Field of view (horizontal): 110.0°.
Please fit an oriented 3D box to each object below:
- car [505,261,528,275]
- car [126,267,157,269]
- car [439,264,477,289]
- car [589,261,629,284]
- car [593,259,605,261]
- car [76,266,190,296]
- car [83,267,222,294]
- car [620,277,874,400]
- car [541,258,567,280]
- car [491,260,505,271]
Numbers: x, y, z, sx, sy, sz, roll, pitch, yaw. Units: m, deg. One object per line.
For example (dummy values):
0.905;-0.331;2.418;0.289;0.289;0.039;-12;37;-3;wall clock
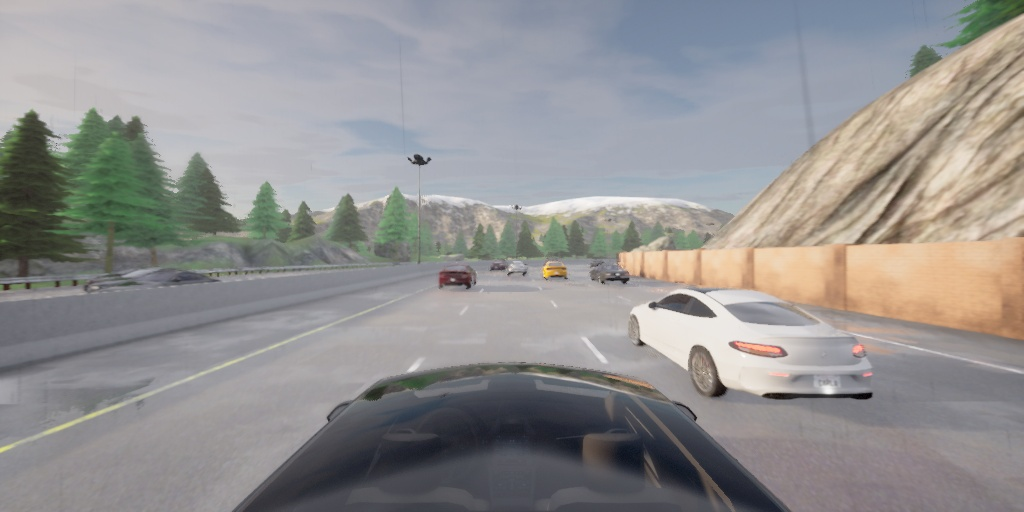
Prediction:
0.707;1.276;38.937;1.812;1.442;4.674;0;0;7;car
-17.590;1.277;17.607;1.812;1.442;4.674;0;0;0;car
-3.399;1.228;23.085;1.882;1.535;5.008;0;0;0;car
7.106;1.297;26.548;2.033;1.411;5.357;0;0;0;car
14.912;1.241;61.204;2.128;1.511;4.902;0;0;30;car
-21.090;1.316;20.271;1.994;1.385;4.181;0;0;0;car
-14.093;1.315;14.659;1.994;1.385;4.181;0;0;0;car
3.601;1.276;6.397;1.812;1.442;4.674;0;0;0;car
3.665;1.228;31.519;1.882;1.535;5.008;0;0;1;car
-1.504;1.277;48.702;1.812;1.442;4.674;-1;0;14;car
